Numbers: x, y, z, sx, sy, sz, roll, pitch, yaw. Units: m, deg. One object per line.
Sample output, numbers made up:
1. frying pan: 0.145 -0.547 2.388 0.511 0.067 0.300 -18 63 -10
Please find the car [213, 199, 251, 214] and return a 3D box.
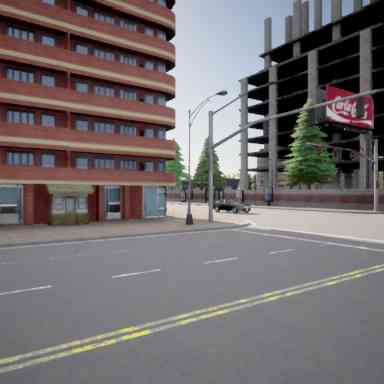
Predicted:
1. car: 4.209 1.490 35.904 2.128 1.511 4.902 0 0 -35
